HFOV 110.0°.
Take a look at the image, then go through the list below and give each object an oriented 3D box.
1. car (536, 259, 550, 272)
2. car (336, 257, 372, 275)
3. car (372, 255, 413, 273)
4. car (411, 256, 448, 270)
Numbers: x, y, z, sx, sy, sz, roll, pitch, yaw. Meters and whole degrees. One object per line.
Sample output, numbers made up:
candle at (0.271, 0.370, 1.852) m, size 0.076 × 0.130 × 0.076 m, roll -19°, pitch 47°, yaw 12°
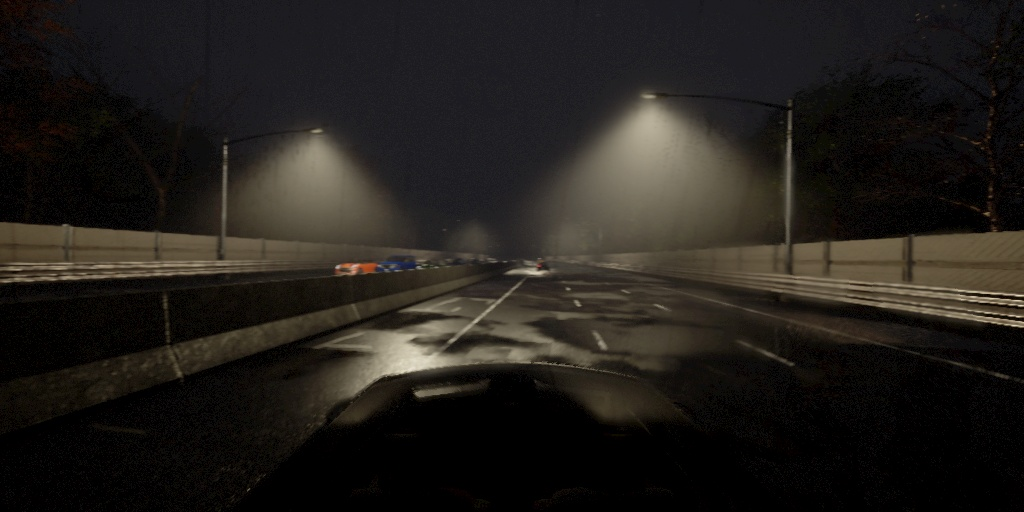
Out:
car at (4.679, 1.645, 53.563) m, size 1.812 × 1.442 × 4.674 m, roll 1°, pitch -1°, yaw 5°
car at (-14.710, 0.971, 34.179) m, size 2.097 × 1.767 × 4.553 m, roll 1°, pitch 0°, yaw 6°
car at (-11.086, 0.916, 35.133) m, size 2.150 × 2.045 × 5.566 m, roll 1°, pitch 0°, yaw 6°
car at (-7.625, 1.107, 34.648) m, size 2.097 × 1.767 × 4.553 m, roll 1°, pitch 0°, yaw 6°
